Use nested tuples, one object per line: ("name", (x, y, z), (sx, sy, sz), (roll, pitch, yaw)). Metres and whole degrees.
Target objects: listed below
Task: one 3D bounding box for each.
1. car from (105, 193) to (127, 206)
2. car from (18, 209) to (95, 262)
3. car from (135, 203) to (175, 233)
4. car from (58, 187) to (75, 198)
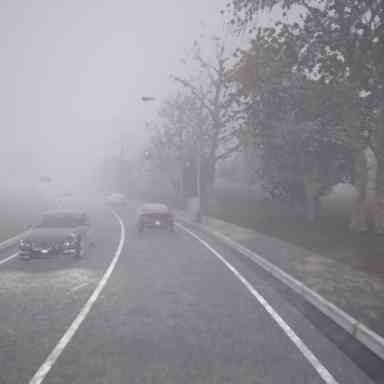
("car", (-8.916, 0.840, 39.015), (1.812, 1.442, 4.674), (1, 2, -24))
("car", (-4.696, 1.449, 12.141), (1.837, 1.490, 4.892), (0, 1, -9))
("car", (-2.195, 1.353, 19.006), (1.882, 1.535, 5.008), (1, 1, -11))
("car", (-19.452, 0.018, 51.418), (2.033, 1.411, 5.357), (2, 3, -29))
